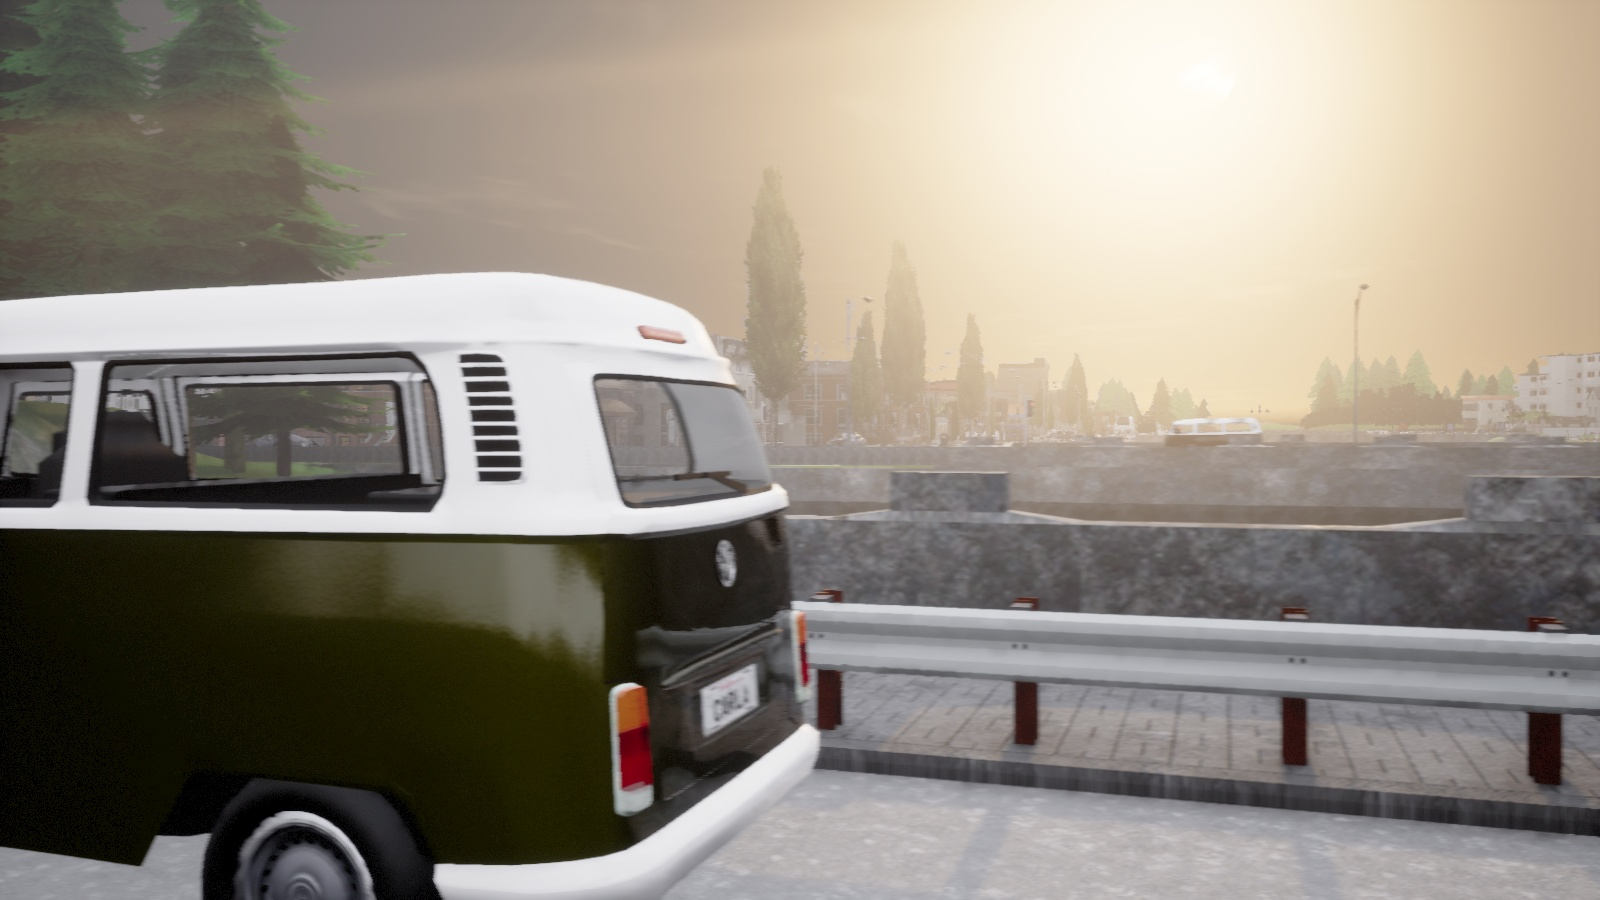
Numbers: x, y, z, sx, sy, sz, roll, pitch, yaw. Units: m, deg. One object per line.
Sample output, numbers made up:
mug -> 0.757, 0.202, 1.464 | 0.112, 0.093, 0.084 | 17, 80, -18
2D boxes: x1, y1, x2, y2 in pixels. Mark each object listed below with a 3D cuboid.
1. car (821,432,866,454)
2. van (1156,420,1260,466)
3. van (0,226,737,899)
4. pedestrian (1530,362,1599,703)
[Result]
car -> 2.998, -0.503, 85.265 | 1.812, 1.442, 4.674 | 1, 1, 19
van -> 18.827, -0.316, 58.056 | 4.480, 2.038, 2.069 | 0, 1, 19
van -> -2.701, 0.466, 4.625 | 4.480, 2.038, 2.069 | 1, 1, 19
pedestrian -> 4.479, 0.443, 6.893 | 0.431, 1.840, 0.703 | -1, 1, -44
